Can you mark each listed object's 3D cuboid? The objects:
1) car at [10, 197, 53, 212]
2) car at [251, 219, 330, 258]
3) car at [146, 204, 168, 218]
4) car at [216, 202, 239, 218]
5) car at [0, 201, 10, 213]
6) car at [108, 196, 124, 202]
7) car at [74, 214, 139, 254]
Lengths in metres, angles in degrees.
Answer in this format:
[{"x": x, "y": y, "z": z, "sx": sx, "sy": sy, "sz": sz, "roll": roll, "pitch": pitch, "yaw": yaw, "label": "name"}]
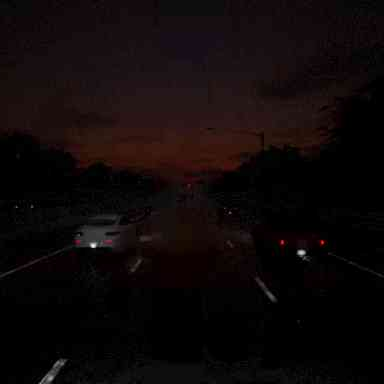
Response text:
[{"x": -17.635, "y": 1.531, "z": 37.390, "sx": 2.150, "sy": 2.045, "sz": 5.566, "roll": 0, "pitch": -1, "yaw": 0, "label": "car"}, {"x": 3.585, "y": 1.703, "z": 13.121, "sx": 1.895, "sy": 1.301, "sz": 4.718, "roll": 0, "pitch": 0, "yaw": 0, "label": "car"}, {"x": -3.439, "y": 1.875, "z": 33.473, "sx": 1.895, "sy": 1.301, "sz": 4.718, "roll": 0, "pitch": 0, "yaw": 0, "label": "car"}, {"x": 3.561, "y": 1.763, "z": 33.332, "sx": 2.128, "sy": 1.511, "sz": 4.902, "roll": 0, "pitch": 0, "yaw": 0, "label": "car"}, {"x": -21.135, "y": 1.782, "z": 36.975, "sx": 1.882, "sy": 1.535, "sz": 5.008, "roll": 0, "pitch": -1, "yaw": 0, "label": "car"}, {"x": -14.098, "y": 2.003, "z": 63.123, "sx": 2.128, "sy": 1.511, "sz": 4.902, "roll": 0, "pitch": 0, "yaw": 0, "label": "car"}, {"x": -3.415, "y": 1.634, "z": 13.821, "sx": 1.812, "sy": 1.442, "sz": 4.674, "roll": 0, "pitch": 0, "yaw": 0, "label": "car"}]
